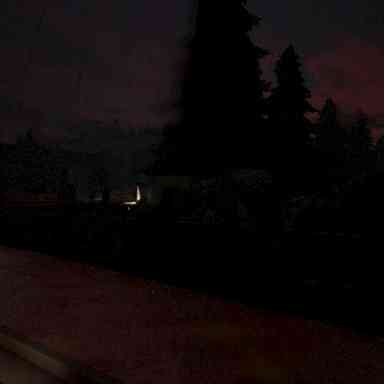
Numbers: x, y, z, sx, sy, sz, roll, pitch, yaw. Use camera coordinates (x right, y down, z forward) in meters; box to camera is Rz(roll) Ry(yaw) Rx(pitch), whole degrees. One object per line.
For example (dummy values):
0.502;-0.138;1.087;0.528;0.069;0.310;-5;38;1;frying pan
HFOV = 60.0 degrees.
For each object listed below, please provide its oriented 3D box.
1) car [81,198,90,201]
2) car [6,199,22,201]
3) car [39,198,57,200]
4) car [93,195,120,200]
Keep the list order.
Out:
-16.926;1.404;57.250;1.812;1.442;4.674;0;3;36;car
-25.029;1.601;45.955;1.895;1.301;4.718;0;0;36;car
-20.454;1.526;46.320;1.812;1.442;4.674;0;0;36;car
-13.718;1.349;55.715;2.128;1.511;4.902;0;2;36;car
